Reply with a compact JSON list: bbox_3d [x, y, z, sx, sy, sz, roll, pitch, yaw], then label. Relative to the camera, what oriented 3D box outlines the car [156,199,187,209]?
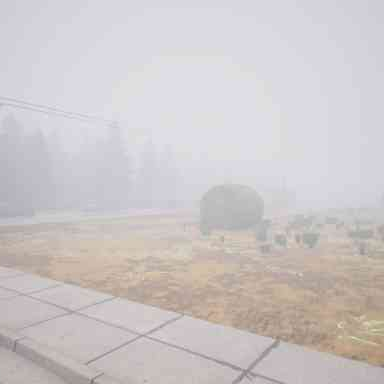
[{"bbox_3d":[-2.873,1.628,46.640,1.895,1.301,4.718,0,0,37],"label":"car"}]

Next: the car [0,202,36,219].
[{"bbox_3d":[-15.937,1.591,28.984,1.994,1.385,4.181,0,0,36],"label":"car"}]

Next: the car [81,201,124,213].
[{"bbox_3d":[-9.929,1.628,37.121,1.895,1.301,4.718,0,0,36],"label":"car"}]

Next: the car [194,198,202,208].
[{"bbox_3d":[2.088,1.552,47.168,1.812,1.442,4.674,0,0,36],"label":"car"}]
